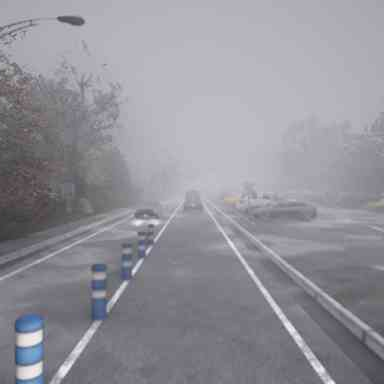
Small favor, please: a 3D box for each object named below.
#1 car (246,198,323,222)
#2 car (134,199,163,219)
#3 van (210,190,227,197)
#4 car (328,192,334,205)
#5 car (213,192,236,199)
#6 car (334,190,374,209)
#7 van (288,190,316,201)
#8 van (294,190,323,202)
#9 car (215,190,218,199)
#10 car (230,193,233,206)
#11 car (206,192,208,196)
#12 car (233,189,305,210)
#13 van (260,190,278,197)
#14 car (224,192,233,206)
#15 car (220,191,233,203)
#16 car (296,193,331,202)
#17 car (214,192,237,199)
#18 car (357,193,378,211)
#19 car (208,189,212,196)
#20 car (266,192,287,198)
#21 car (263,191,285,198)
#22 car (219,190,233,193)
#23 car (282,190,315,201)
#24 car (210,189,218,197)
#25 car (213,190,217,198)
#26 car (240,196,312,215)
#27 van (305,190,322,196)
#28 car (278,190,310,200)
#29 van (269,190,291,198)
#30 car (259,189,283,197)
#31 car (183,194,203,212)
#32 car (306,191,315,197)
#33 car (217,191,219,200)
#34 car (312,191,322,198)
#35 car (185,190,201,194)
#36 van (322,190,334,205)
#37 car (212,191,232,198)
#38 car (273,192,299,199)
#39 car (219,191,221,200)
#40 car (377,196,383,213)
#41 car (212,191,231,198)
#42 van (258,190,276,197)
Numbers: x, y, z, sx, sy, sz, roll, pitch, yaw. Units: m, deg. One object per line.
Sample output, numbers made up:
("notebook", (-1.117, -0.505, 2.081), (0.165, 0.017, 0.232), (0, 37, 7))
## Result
("car", (6.775, 1.392, 24.762), (4.792, 1.488, 2.163), (0, 1, 0))
("car", (-3.334, 1.294, 26.612), (2.033, 1.411, 5.357), (0, 1, 0))
("van", (7.256, 0.344, 91.371), (4.442, 1.987, 1.878), (0, 1, 0))
("car", (19.997, 1.094, 41.266), (4.792, 1.488, 2.163), (0, 1, 0))
("car", (7.224, 0.717, 74.716), (4.892, 1.521, 2.231), (0, 1, 0))
("car", (20.030, 0.862, 38.492), (5.566, 2.045, 2.435), (0, 1, 0))
("van", (20.074, 0.607, 60.645), (4.442, 1.987, 1.878), (0, 1, 1))
("van", (20.283, 0.631, 57.872), (4.442, 1.987, 1.878), (0, 1, 1))
("car", (7.083, 0.868, 60.836), (4.792, 1.488, 2.163), (0, 0, 0))
("car", (6.905, 1.169, 35.864), (4.892, 1.521, 2.231), (0, 1, 0))
("car", (7.424, 0.294, 94.145), (5.566, 2.045, 2.435), (0, 1, 0))
("car", (6.880, 1.014, 30.308), (5.566, 2.045, 2.435), (0, 1, 0))
("van", (20.545, 0.361, 88.468), (4.442, 1.987, 1.878), (0, 0, 0))
("car", (6.737, 1.116, 38.641), (5.366, 1.575, 1.946), (0, 1, 0))
("car", (6.786, 1.019, 44.313), (5.366, 1.575, 1.946), (0, 1, 0))
("car", (20.148, 0.881, 55.106), (5.008, 1.535, 2.097), (0, 1, 1))
("car", (7.213, 0.742, 71.940), (4.892, 1.521, 2.231), (0, 1, 0))
("car", (19.769, 1.207, 32.960), (5.366, 1.575, 1.946), (0, 1, 1))
("car", (7.069, 0.689, 77.493), (5.366, 1.575, 1.946), (0, 1, 0))
("car", (20.354, 0.701, 80.035), (4.674, 1.452, 2.002), (0, 1, 0))
("car", (20.374, 0.637, 82.806), (5.008, 1.535, 2.097), (0, 1, 1))
("car", (7.072, 0.789, 52.509), (4.553, 1.767, 2.185), (0, 1, 0))
("car", (20.186, 0.557, 63.413), (5.566, 2.045, 2.435), (0, 1, 0))
("car", (6.998, 0.762, 69.166), (5.366, 1.575, 1.946), (0, 0, 0))
("car", (7.130, 0.819, 66.388), (4.792, 1.488, 2.163), (0, 0, 0))
("car", (6.833, 1.313, 27.537), (5.008, 1.535, 2.097), (0, 1, 0))
("van", (20.011, 0.683, 52.319), (4.442, 1.987, 1.878), (0, 1, 0))
("car", (20.210, 0.532, 66.183), (5.566, 2.045, 2.435), (0, 1, 0))
("van", (20.450, 0.459, 77.388), (4.442, 1.987, 1.878), (0, 1, 0))
("car", (20.376, 0.360, 85.699), (5.566, 2.045, 2.435), (0, 1, 0))
("car", (0.117, 1.215, 34.099), (1.994, 1.385, 4.181), (0, 1, 0))
("car", (20.125, 0.968, 49.569), (4.792, 1.488, 2.163), (0, 1, 1))
("car", (7.094, 0.917, 55.283), (4.792, 1.488, 2.163), (0, 1, 0))
("car", (20.102, 1.003, 46.930), (4.792, 1.488, 2.163), (0, 1, 1))
("car", (0.152, 0.705, 48.437), (2.150, 2.045, 5.566), (0, 1, 1))
("van", (20.167, 0.790, 44.154), (4.442, 1.987, 1.878), (0, 1, 0))
("car", (7.246, 0.542, 80.267), (4.553, 1.767, 2.185), (0, 1, 0))
("car", (20.280, 0.734, 71.726), (5.008, 1.535, 2.097), (0, 0, 1))
("car", (7.011, 0.946, 49.731), (4.892, 1.521, 2.231), (0, 1, 0))
("car", (19.928, 1.298, 30.189), (4.674, 1.452, 2.002), (0, 1, 1))
("car", (7.270, 0.517, 83.043), (4.553, 1.767, 2.185), (0, 1, 0))
("van", (20.567, 0.338, 91.113), (4.442, 1.987, 1.878), (0, 1, 1))
